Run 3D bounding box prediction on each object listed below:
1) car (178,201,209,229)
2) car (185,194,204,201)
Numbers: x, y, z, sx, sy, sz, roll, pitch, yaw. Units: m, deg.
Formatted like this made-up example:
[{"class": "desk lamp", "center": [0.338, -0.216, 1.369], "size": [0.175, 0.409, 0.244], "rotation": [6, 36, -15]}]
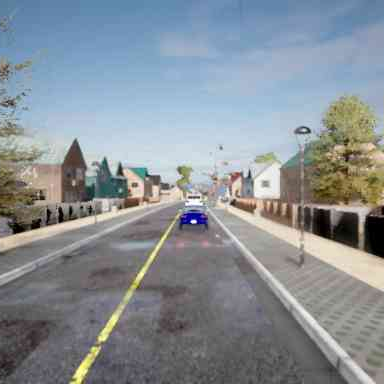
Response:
[{"class": "car", "center": [0.113, 1.539, 21.321], "size": [1.812, 1.442, 4.674], "rotation": [0, 0, 0]}, {"class": "car", "center": [0.317, 1.326, 42.483], "size": [2.150, 2.045, 5.566], "rotation": [0, 0, 1]}]
